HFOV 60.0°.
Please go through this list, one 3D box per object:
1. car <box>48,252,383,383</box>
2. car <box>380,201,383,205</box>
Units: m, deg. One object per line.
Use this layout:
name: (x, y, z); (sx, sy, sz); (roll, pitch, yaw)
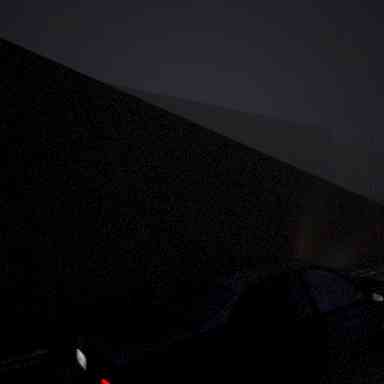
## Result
car: (1.037, 1.575, 4.487); (5.357, 1.411, 2.033); (1, 0, -36)
car: (13.316, 1.267, 21.965); (4.553, 1.767, 2.097); (1, 0, -35)
